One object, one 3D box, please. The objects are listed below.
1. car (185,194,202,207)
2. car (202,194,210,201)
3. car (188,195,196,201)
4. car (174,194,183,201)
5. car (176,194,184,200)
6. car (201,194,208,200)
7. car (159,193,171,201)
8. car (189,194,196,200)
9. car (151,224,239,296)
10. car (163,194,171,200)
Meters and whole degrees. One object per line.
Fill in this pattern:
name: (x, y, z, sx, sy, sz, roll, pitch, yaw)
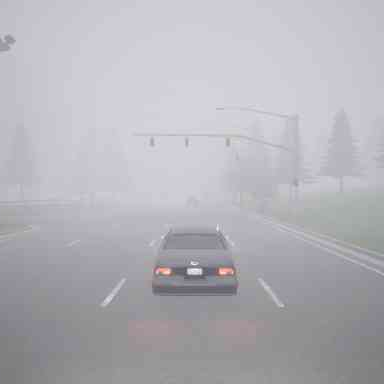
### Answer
car: (0.023, 1.352, 52.829, 2.097, 1.767, 4.553, 0, 0, 0)
car: (3.540, 1.492, 83.470, 1.837, 1.490, 4.892, 0, 0, 0)
car: (0.040, 1.531, 83.472, 2.033, 1.411, 5.357, 0, 0, 0)
car: (-3.460, 1.517, 83.890, 1.812, 1.442, 4.674, 0, 0, 0)
car: (-3.455, 1.358, 93.893, 2.128, 1.511, 4.902, 0, 0, 0)
car: (3.545, 1.310, 93.890, 1.882, 1.535, 5.008, 0, 0, 0)
car: (-6.960, 1.217, 83.505, 2.150, 2.045, 5.566, 0, 0, 0)
car: (0.045, 1.310, 93.892, 1.882, 1.535, 5.008, 0, 0, 0)
car: (0.070, 1.547, 8.790, 2.033, 1.411, 5.357, 0, 0, 0)
car: (-6.955, 1.385, 93.895, 1.994, 1.385, 4.181, 0, 0, 0)
